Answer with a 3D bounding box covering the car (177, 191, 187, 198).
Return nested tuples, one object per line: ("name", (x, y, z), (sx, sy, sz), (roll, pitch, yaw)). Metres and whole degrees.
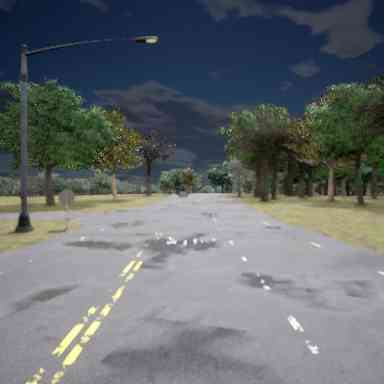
("car", (-2.009, 0.517, 71.313), (1.994, 1.385, 4.181), (0, 1, 2))
